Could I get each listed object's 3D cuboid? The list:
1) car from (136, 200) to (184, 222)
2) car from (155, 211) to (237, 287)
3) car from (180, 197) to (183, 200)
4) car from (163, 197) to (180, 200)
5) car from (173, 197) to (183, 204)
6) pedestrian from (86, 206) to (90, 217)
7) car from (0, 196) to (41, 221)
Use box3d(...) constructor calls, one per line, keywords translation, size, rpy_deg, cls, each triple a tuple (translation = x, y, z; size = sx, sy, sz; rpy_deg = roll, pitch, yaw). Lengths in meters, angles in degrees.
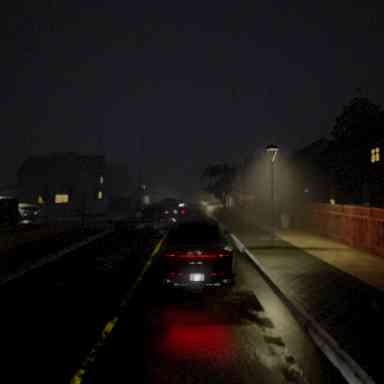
box3d(translation=(-2.427, 1.484, 24.718), size=(2.033, 1.411, 5.357), rpy_deg=(0, -2, -31), cls="car")
box3d(translation=(0.104, 1.500, 9.276), size=(1.837, 1.490, 4.892), rpy_deg=(0, 0, 0), cls="car")
box3d(translation=(-2.819, 1.660, 51.654), size=(1.895, 1.301, 4.718), rpy_deg=(0, 0, 0), cls="car")
box3d(translation=(-2.831, 1.535, 40.687), size=(1.837, 1.490, 4.892), rpy_deg=(0, 0, 0), cls="car")
box3d(translation=(-2.732, 1.725, 67.049), size=(1.895, 1.301, 4.718), rpy_deg=(0, 0, 0), cls="car")
box3d(translation=(-9.900, 1.437, 31.652), size=(0.375, 1.860, 0.375), rpy_deg=(0, -2, 5), cls="pedestrian")
box3d(translation=(-14.991, 1.347, 26.394), size=(5.566, 2.045, 2.150), rpy_deg=(-1, -2, 7), cls="car")
